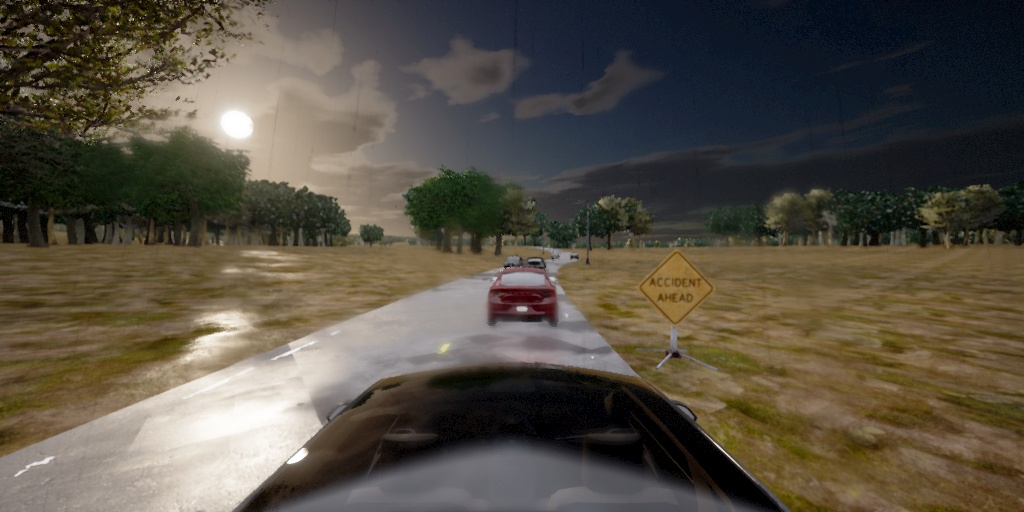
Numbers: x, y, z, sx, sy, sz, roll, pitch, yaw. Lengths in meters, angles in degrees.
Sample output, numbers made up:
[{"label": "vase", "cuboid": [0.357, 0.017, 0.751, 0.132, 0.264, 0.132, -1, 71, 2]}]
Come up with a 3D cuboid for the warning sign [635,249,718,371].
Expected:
[{"label": "warning sign", "cuboid": [2.702, 0.810, 6.012, 1.300, 1.860, 1.060, 0, 0, 1]}]

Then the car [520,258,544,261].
[{"label": "car", "cuboid": [2.112, 0.877, 31.671, 1.837, 1.490, 4.892, 0, 1, 7]}]

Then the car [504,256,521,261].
[{"label": "car", "cuboid": [0.247, 0.753, 41.067, 1.837, 1.490, 4.892, 0, 1, 10]}]

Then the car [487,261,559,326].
[{"label": "car", "cuboid": [0.365, 1.105, 11.240, 1.882, 1.535, 5.008, 0, 1, 3]}]
